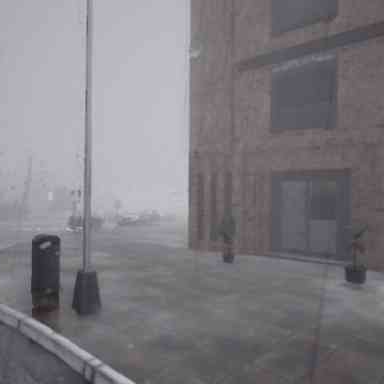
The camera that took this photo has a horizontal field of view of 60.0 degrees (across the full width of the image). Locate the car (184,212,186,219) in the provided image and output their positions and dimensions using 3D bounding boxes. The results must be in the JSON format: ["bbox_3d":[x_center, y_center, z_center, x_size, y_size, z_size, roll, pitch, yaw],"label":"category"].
[{"bbox_3d":[-3.381,5.848,79.466,2.097,1.535,5.008,1,-4,4],"label":"car"}]

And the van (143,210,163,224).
[{"bbox_3d":[-5.705,3.461,46.478,1.878,1.987,4.442,1,-4,4],"label":"van"}]

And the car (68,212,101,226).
[{"bbox_3d":[-12.640,3.145,39.559,1.882,1.535,5.008,0,-4,5],"label":"car"}]

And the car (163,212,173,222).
[{"bbox_3d":[-4.941,4.439,57.342,2.002,1.452,4.674,1,-4,4],"label":"car"}]

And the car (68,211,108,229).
[{"bbox_3d":[-9.808,2.637,31.091,1.882,1.535,5.008,1,-4,3],"label":"car"}]

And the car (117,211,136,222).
[{"bbox_3d":[-11.373,4.238,58.167,2.097,1.767,4.553,1,-4,4],"label":"car"}]

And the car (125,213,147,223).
[{"bbox_3d":[-8.513,3.957,51.064,2.128,1.511,4.902,1,-4,4],"label":"car"}]

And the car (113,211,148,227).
[{"bbox_3d":[-6.470,3.003,35.403,2.002,1.452,4.674,2,-4,4],"label":"car"}]

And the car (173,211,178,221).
[{"bbox_3d":[-4.545,4.641,62.948,2.185,1.767,4.553,1,-4,4],"label":"car"}]

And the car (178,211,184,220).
[{"bbox_3d":[-3.768,5.489,73.965,2.231,1.521,4.892,1,-4,4],"label":"car"}]

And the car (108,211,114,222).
[{"bbox_3d":[-11.930,3.682,49.670,2.097,1.767,4.553,0,-4,5],"label":"car"}]

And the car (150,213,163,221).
[{"bbox_3d":[-7.258,5.160,68.906,1.812,1.442,4.674,1,-4,4],"label":"car"}]

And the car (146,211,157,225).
[{"bbox_3d":[-6.101,3.350,40.876,2.163,1.488,4.792,1,-4,4],"label":"car"}]
